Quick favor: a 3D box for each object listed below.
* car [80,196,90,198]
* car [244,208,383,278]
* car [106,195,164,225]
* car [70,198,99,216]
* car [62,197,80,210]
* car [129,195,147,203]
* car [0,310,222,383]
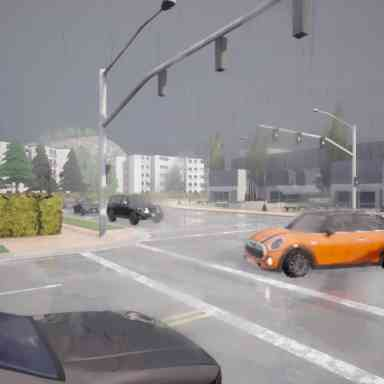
[{"bbox_3d":[-19.306,1.501,59.494,2.128,1.511,4.902,0,0,-2],"label":"car"},{"bbox_3d":[3.867,1.352,9.873,4.553,1.767,2.097,0,0,-13],"label":"car"},{"bbox_3d":[-4.344,1.221,24.566,2.150,2.045,5.566,0,0,-39],"label":"car"},{"bbox_3d":[-10.216,1.564,32.645,1.994,1.385,4.181,0,0,-33],"label":"car"},{"bbox_3d":[-16.094,1.526,43.832,1.812,1.442,4.674,0,0,-19],"label":"car"},{"bbox_3d":[-11.235,1.477,68.959,1.882,1.535,5.008,0,0,14],"label":"car"},{"bbox_3d":[-2.271,1.547,2.146,5.357,1.411,2.033,0,0,-35],"label":"car"}]
